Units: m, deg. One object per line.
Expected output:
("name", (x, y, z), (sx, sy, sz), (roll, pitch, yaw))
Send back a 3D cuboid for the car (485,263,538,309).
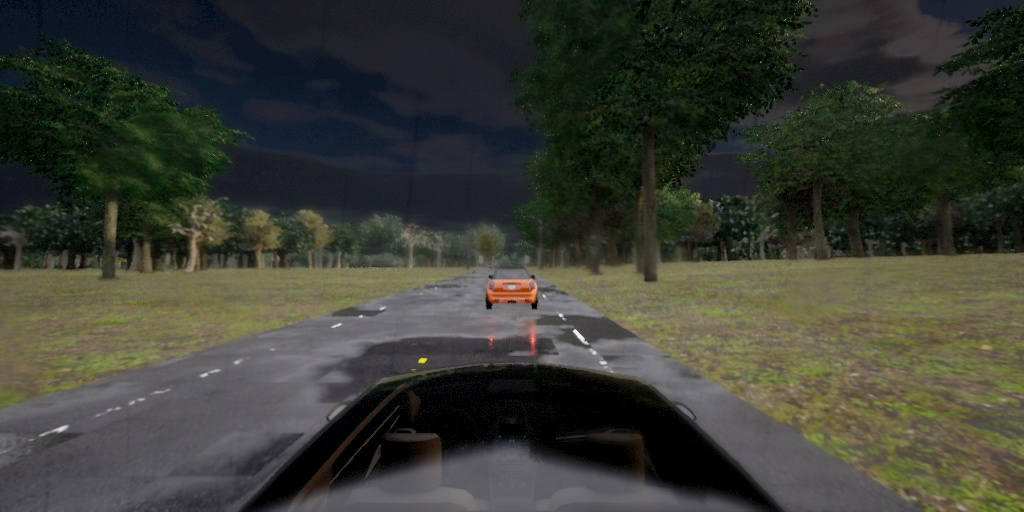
("car", (-0.005, 1.241, 15.969), (2.097, 1.767, 4.553), (0, -1, 0))
